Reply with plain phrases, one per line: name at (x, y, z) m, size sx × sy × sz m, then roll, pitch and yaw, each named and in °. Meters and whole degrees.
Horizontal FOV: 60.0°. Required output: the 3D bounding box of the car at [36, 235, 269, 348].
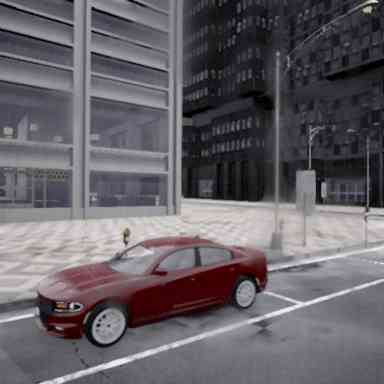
car at (-0.495, 1.562, 6.320) m, size 4.507 × 1.381 × 1.887 m, roll 0°, pitch 0°, yaw -36°
